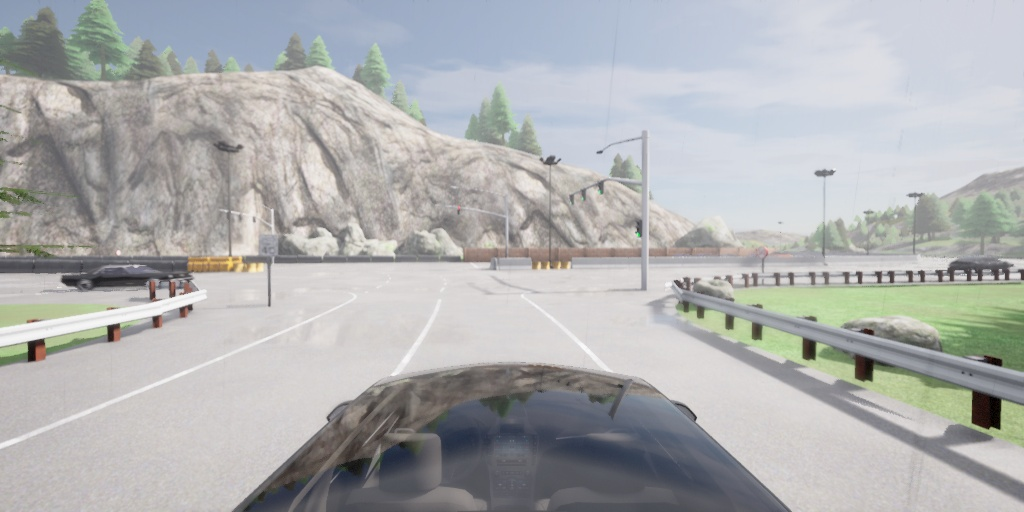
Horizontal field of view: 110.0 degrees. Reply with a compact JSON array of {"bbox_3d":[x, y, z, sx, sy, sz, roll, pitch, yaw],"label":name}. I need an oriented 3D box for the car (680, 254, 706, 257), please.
[{"bbox_3d":[29.614,0.364,55.867,5.357,1.411,2.033,0,1,-9],"label":"car"}]

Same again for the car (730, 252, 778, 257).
[{"bbox_3d":[33.445,0.412,49.580,4.902,1.511,2.128,0,1,-11],"label":"car"}]

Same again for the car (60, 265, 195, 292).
[{"bbox_3d":[-19.582,1.101,18.530,4.718,1.301,1.895,0,1,-10],"label":"car"}]

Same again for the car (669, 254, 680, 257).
[{"bbox_3d":[27.774,0.310,59.128,5.357,1.411,2.033,0,1,-10],"label":"car"}]

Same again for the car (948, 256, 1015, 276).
[{"bbox_3d":[38.036,0.768,29.070,4.892,1.490,1.837,0,1,-12],"label":"car"}]

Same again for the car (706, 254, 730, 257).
[{"bbox_3d":[31.586,0.393,52.787,4.674,1.442,1.812,0,1,-11],"label":"car"}]
